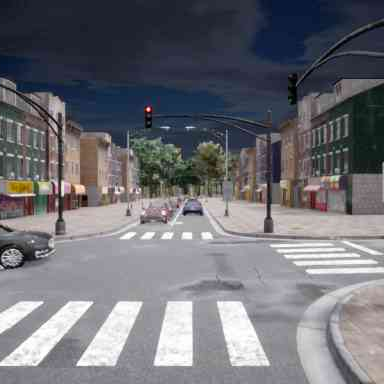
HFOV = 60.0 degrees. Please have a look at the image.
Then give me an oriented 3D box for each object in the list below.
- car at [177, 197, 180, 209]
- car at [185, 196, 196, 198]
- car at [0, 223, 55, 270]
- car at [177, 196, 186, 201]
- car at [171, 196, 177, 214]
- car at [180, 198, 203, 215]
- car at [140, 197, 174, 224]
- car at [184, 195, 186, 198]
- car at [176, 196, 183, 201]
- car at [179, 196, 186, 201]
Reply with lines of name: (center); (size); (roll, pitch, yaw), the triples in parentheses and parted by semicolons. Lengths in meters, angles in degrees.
car: (-2.647, 1.578, 35.427); (1.947, 1.339, 4.313); (-1, 0, 0)
car: (0.100, 1.576, 65.053); (1.812, 1.442, 4.674); (0, 0, 0)
car: (-6.985, 1.599, 10.522); (4.892, 1.490, 1.837); (-1, 1, -10)
car: (-2.648, 1.650, 84.340); (1.947, 1.339, 4.313); (-1, 0, 0)
car: (-2.648, 1.448, 29.992); (1.967, 1.590, 4.097); (-1, 0, 0)
car: (0.094, 1.575, 34.532); (1.994, 1.385, 4.181); (0, 0, 0)
car: (-2.648, 1.444, 24.558); (1.967, 1.590, 4.097); (-1, 0, 0)
car: (-2.648, 1.625, 78.905); (2.008, 1.369, 4.403); (-1, 0, 0)
car: (-2.648, 1.569, 46.296); (1.887, 1.381, 4.507); (-1, 0, 0)
car: (-2.648, 1.677, 89.775); (1.802, 1.307, 4.206); (-1, 0, 0)
